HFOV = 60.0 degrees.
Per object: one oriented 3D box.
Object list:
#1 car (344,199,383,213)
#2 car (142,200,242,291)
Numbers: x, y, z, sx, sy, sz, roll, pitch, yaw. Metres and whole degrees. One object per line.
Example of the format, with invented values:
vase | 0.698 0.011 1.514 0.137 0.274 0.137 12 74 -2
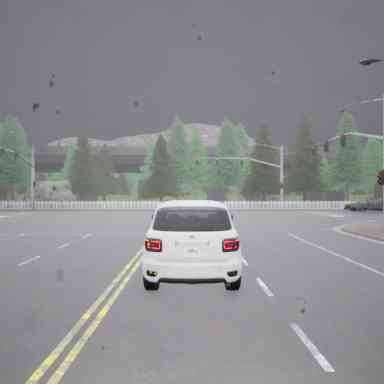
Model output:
car | 19.532 1.491 36.220 5.357 1.411 2.033 0 0 0
car | 0.006 1.221 9.168 2.150 2.045 5.566 0 0 0
